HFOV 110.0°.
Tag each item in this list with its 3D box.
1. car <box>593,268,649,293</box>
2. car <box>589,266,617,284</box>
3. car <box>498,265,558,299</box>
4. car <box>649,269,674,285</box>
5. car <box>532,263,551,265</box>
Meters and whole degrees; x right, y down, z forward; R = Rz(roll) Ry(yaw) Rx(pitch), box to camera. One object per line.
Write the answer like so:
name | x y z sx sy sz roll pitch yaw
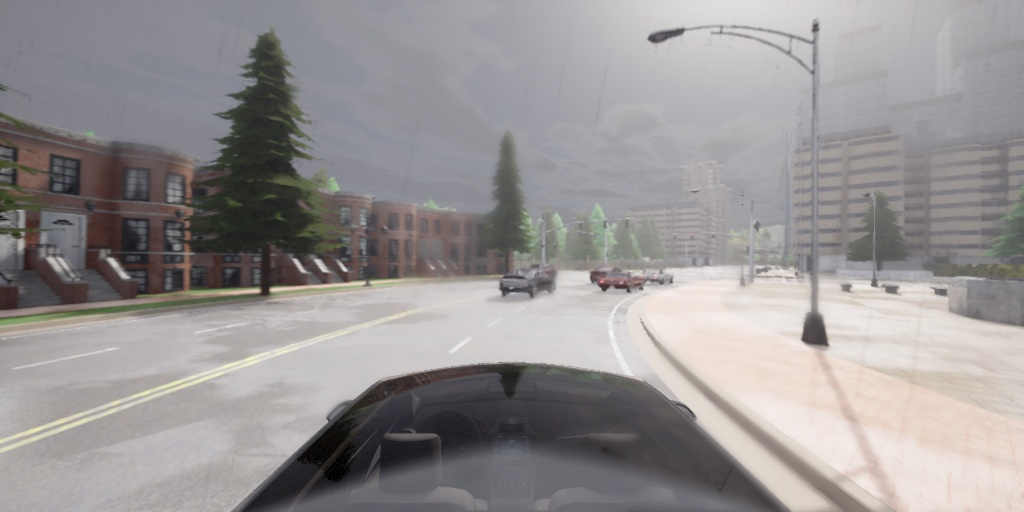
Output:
car | 7.307 1.650 23.666 1.895 1.301 4.718 0 -1 34
car | 8.467 1.614 31.298 1.882 1.535 5.008 0 -1 36
car | 0.990 1.424 19.684 2.128 1.511 4.902 0 -1 25
car | 12.560 1.784 31.180 1.895 1.301 4.718 0 -1 38
car | 2.696 1.515 35.553 2.097 1.767 4.553 0 -1 37
